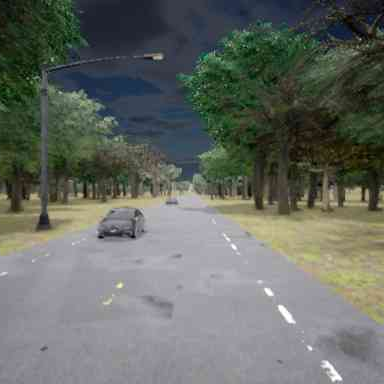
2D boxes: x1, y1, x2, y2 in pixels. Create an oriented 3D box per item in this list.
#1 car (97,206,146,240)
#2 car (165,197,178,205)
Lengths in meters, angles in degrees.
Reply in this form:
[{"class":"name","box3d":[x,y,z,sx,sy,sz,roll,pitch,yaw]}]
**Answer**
[{"class":"car","box3d":[-3.601,1.560,17.617,1.837,1.490,4.892,0,0,0]},{"class":"car","box3d":[-3.554,1.644,58.680,1.994,1.385,4.181,0,0,1]}]
